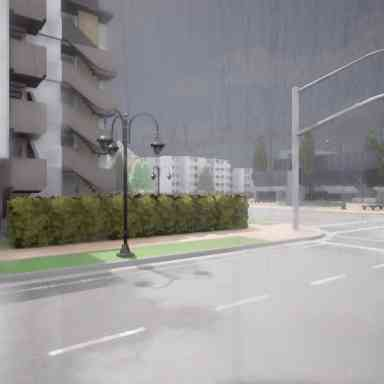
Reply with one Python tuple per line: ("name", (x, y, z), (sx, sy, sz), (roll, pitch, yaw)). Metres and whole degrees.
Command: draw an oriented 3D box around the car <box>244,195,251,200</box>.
("car", (14.599, 1.471, 93.147), (5.008, 1.535, 1.882), (0, 0, -41))
